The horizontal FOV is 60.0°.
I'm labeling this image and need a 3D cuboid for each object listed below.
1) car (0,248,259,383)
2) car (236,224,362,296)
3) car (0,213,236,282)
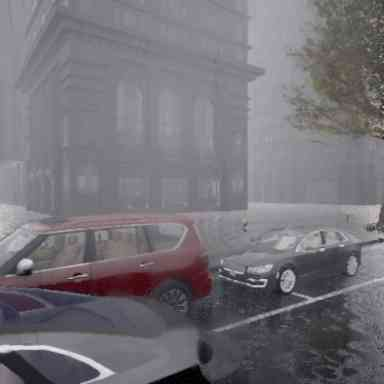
[{"bbox_3d":[-2.123,1.492,1.863,4.902,1.511,2.128,0,0,-35],"label":"car"},{"bbox_3d":[2.666,1.545,8.551,4.403,1.369,2.008,0,0,-35],"label":"car"},{"bbox_3d":[-1.956,1.314,5.254,5.009,1.841,2.192,0,0,-35],"label":"car"}]
